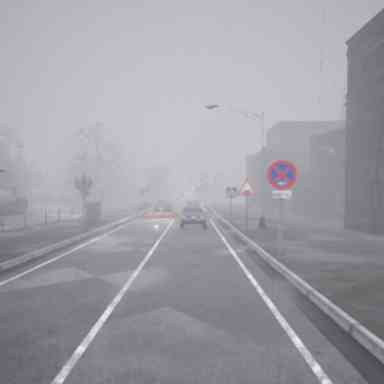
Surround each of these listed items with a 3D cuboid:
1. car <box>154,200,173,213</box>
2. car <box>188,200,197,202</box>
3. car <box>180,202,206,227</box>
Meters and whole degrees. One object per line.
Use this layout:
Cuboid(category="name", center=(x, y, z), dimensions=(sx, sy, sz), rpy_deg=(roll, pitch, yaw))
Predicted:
Cuboid(category="car", center=(-3.306, 1.674, 38.559), dimensions=(2.128, 1.511, 4.902), rpy_deg=(0, 0, 1))
Cuboid(category="car", center=(0.079, 1.736, 41.910), dimensions=(1.994, 1.385, 4.181), rpy_deg=(0, 0, 0))
Cuboid(category="car", center=(0.085, 1.748, 24.508), dimensions=(2.033, 1.411, 5.357), rpy_deg=(0, 0, 0))
